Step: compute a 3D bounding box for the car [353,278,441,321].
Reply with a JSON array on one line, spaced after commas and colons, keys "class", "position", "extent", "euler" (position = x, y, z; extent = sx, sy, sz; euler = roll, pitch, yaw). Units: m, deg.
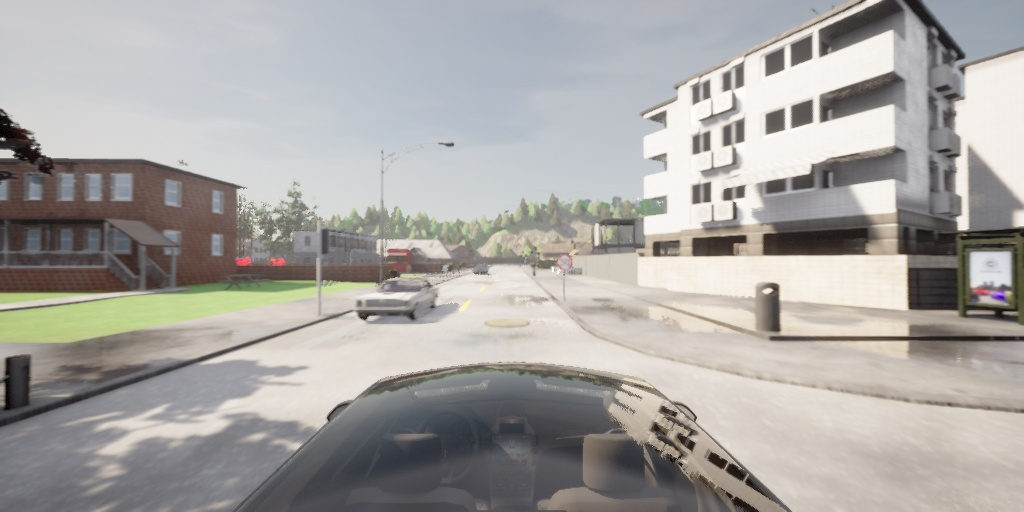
[{"class": "car", "position": [-4.002, 1.502, 13.236], "extent": [1.895, 1.301, 4.718], "euler": [0, 0, 0]}]

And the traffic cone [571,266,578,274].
[{"class": "traffic cone", "position": [10.382, 2.219, 59.378], "extent": [0.344, 0.586, 0.344], "euler": [0, 0, 0]}]

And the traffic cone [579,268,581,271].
[{"class": "traffic cone", "position": [11.381, 2.206, 60.419], "extent": [0.344, 0.586, 0.344], "euler": [0, 0, 0]}]

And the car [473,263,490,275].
[{"class": "car", "position": [-4.008, 1.773, 47.443], "extent": [1.837, 1.490, 4.892], "euler": [0, 2, 0]}]
